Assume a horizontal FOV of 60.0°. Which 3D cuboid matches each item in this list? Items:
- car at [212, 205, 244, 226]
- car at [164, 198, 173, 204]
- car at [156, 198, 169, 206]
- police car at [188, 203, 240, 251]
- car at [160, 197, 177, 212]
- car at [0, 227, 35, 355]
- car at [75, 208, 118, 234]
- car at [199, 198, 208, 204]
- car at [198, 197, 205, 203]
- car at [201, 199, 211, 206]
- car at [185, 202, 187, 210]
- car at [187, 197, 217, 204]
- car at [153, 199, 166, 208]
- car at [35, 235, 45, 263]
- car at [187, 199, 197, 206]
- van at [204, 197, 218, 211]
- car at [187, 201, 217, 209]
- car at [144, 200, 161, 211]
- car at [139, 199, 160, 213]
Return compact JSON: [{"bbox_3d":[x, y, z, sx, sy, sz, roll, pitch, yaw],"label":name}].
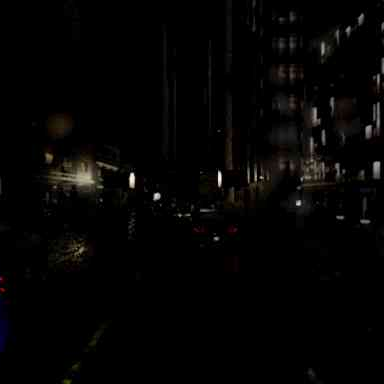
[{"bbox_3d":[2.692,1.736,25.769,2.008,1.369,4.403,0,0,0],"label":"car"},{"bbox_3d":[-5.676,2.194,81.007,1.802,1.307,4.206,0,0,0],"label":"car"},{"bbox_3d":[-5.680,1.921,64.436,1.967,1.590,4.097,0,0,0],"label":"car"},{"bbox_3d":[0.903,1.532,14.898,1.930,1.638,5.238,0,0,0],"label":"police car"},{"bbox_3d":[-3.079,1.668,43.538,2.097,1.767,4.553,0,0,0],"label":"car"},{"bbox_3d":[-3.101,1.232,1.438,2.150,2.045,5.566,0,0,0],"label":"car"},{"bbox_3d":[-5.689,1.695,20.244,2.008,1.369,4.403,0,0,0],"label":"car"},{"bbox_3d":[2.704,2.163,81.010,2.008,1.369,4.403,0,0,0],"label":"car"},{"bbox_3d":[2.706,2.228,92.227,1.752,1.417,4.829,0,0,0],"label":"car"},{"bbox_3d":[2.701,2.008,64.606,1.752,1.417,4.829,0,0,0],"label":"car"},{"bbox_3d":[0.011,1.874,50.232,1.837,1.490,4.892,0,0,0],"label":"car"},{"bbox_3d":[0.907,1.447,30.819,2.150,2.045,5.566,0,0,0],"label":"car"},{"bbox_3d":[-5.681,2.003,58.911,1.947,1.339,4.313,0,0,0],"label":"car"},{"bbox_3d":[-5.692,1.590,9.025,1.752,1.417,4.829,0,0,0],"label":"car"},{"bbox_3d":[0.015,2.051,65.231,1.994,1.385,4.181,0,0,0],"label":"car"},{"bbox_3d":[2.695,1.692,47.867,1.690,1.788,3.998,0,0,0],"label":"van"},{"bbox_3d":[0.783,1.682,24.787,1.837,1.490,4.892,0,0,0],"label":"car"},{"bbox_3d":[-5.684,1.896,47.864,1.887,1.381,4.507,0,0,0],"label":"car"},{"bbox_3d":[-5.685,1.859,42.340,2.008,1.369,4.403,0,0,0],"label":"car"}]
